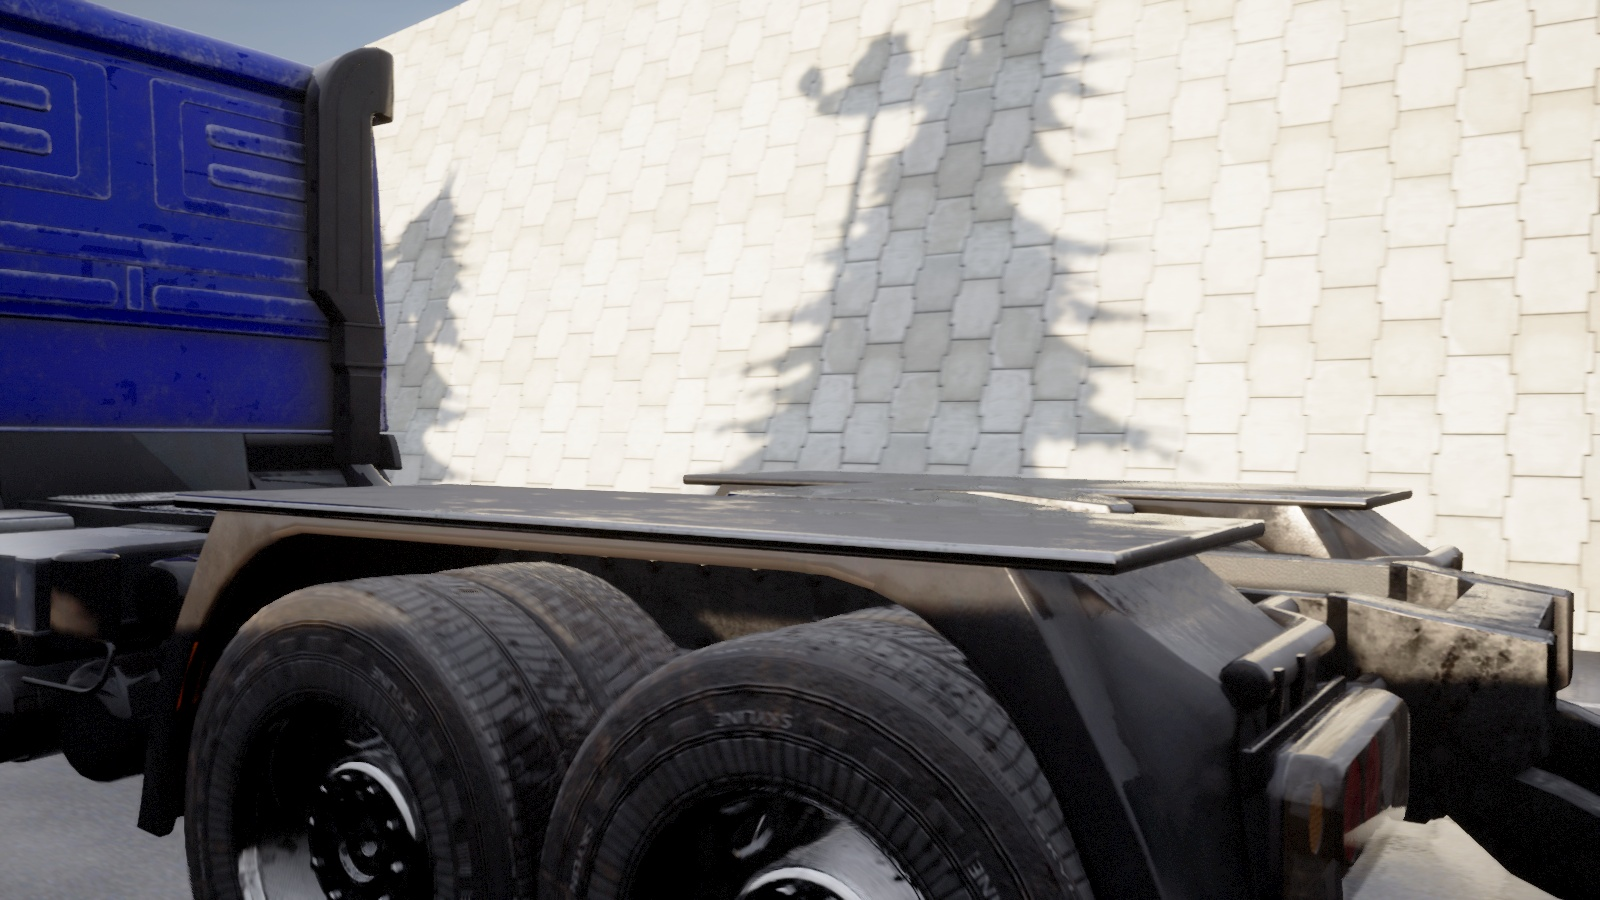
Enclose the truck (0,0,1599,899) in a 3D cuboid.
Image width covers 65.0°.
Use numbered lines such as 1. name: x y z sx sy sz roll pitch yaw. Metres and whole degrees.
1. truck: -1.512 -0.300 4.609 7.936 3.462 2.891 0 1 34
